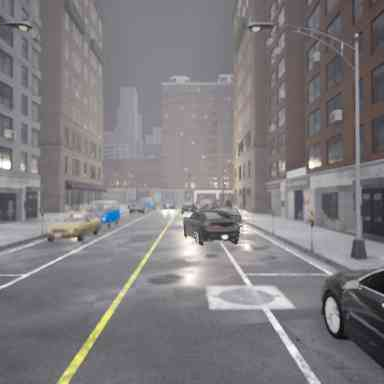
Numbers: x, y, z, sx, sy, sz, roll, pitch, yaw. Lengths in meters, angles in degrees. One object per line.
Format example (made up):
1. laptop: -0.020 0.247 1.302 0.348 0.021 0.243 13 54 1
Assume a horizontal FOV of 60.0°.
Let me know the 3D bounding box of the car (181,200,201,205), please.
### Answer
1. car: -0.283 1.826 38.665 1.812 1.442 4.674 0 -1 -1

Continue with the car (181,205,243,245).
1. car: 0.805 1.616 16.196 1.837 1.490 4.892 -1 0 -13

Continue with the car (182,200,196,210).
1. car: -0.417 1.951 50.214 2.033 1.411 5.357 0 -1 -1

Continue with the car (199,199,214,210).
1. car: 2.177 1.845 50.443 1.967 1.590 4.097 1 -1 -1

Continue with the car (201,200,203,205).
1. car: 2.231 1.795 44.960 1.967 1.590 4.097 1 -1 -1

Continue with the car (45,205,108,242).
1. car: -6.019 1.646 17.297 1.752 1.417 4.829 1 0 -1

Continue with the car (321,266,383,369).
1. car: 3.110 1.528 3.754 1.837 1.490 4.892 0 0 -1

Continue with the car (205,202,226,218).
1. car: 2.338 1.783 34.165 1.752 1.417 4.829 1 -1 -1

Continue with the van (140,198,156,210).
1. van: -6.292 1.697 44.878 1.690 1.788 3.998 1 -1 -1

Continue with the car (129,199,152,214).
1. car: -6.240 1.872 39.394 1.947 1.339 4.313 1 -1 -1

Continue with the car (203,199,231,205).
1. car: 2.397 1.524 28.514 2.192 1.841 5.009 1 -1 -1

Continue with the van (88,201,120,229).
1. van: -6.073 1.506 22.951 1.690 1.788 3.998 1 0 -1

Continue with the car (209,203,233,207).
1. car: 2.448 1.714 23.031 2.008 1.369 4.403 1 -1 -1

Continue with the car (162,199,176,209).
1. car: -3.544 1.908 51.482 2.128 1.511 4.902 0 -1 0
